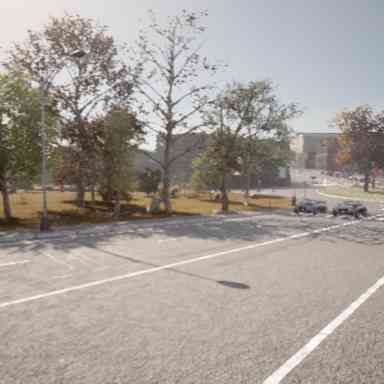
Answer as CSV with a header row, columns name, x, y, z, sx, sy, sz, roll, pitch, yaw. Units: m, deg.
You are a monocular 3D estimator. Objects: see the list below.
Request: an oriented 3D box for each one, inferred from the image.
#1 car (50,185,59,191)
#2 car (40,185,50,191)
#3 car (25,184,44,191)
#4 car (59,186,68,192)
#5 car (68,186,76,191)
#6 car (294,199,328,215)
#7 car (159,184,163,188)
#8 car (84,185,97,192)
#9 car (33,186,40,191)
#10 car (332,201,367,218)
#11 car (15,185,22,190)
name,x,y,z,sx,sy,sz,roll,pitch,yaw
car,-30.579,-0.821,78.091,2.097,1.535,5.008,1,3,4
car,-33.291,-1.027,79.284,2.185,1.767,4.553,0,3,5
car,-38.669,-1.071,81.822,2.097,1.535,5.008,1,3,5
car,-27.879,-0.743,76.857,2.231,1.521,4.892,0,3,4
car,-25.156,-0.929,75.608,2.435,2.045,5.566,0,3,4
car,11.349,1.413,31.729,1.994,1.385,4.181,1,1,41
car,-6.022,-0.752,67.421,2.435,2.045,5.566,-1,3,2
car,-22.435,-0.594,74.419,2.163,1.488,4.792,0,3,4
car,-35.995,-0.980,80.377,1.946,1.575,5.366,1,3,5
car,14.004,1.468,29.449,1.994,1.385,4.181,1,1,41
car,-41.369,-1.155,83.075,2.097,1.535,5.008,0,3,5
